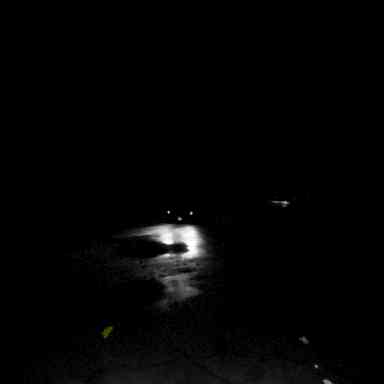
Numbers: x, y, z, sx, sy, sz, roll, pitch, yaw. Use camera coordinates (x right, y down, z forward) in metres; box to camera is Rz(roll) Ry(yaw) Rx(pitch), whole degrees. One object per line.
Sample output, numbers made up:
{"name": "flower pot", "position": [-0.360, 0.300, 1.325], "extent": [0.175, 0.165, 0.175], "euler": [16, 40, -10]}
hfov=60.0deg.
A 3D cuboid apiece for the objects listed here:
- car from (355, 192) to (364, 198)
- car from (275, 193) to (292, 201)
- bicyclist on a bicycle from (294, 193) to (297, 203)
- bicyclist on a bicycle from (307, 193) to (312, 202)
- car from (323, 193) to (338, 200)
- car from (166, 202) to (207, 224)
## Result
{"name": "car", "position": [42.160, 0.744, 82.246], "extent": [4.892, 1.490, 1.837], "euler": [0, 4, -36]}
{"name": "car", "position": [16.699, 0.893, 60.299], "extent": [1.837, 1.490, 4.892], "euler": [3, 2, 35]}
{"name": "bicyclist on a bicycle", "position": [16.405, 1.060, 52.887], "extent": [0.582, 1.620, 1.656], "euler": [3, 2, 32]}
{"name": "bicyclist on a bicycle", "position": [20.871, 1.003, 59.476], "extent": [0.866, 1.612, 1.509], "euler": [4, 3, 37]}
{"name": "car", "position": [30.077, 0.920, 71.542], "extent": [5.008, 1.535, 1.882], "euler": [0, 4, -43]}
{"name": "car", "position": [-0.262, 1.338, 22.682], "extent": [1.895, 1.301, 4.718], "euler": [1, 1, 13]}
